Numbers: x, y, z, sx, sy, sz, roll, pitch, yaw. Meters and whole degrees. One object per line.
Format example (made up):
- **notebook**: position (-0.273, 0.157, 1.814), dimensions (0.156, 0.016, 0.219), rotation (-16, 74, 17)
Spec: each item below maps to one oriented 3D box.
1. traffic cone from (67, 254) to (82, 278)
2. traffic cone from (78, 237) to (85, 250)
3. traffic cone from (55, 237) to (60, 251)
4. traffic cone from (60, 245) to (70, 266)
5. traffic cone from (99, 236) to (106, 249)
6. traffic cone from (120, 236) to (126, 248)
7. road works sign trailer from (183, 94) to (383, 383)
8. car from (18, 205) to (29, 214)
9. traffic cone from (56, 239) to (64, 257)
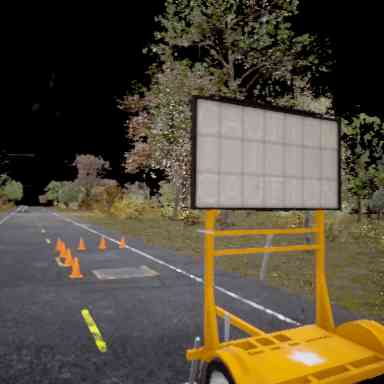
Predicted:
- **traffic cone**: position (-3.509, 2.260, 10.058), dimensions (0.340, 0.580, 0.340), rotation (2, -2, -26)
- **traffic cone**: position (-5.274, 2.435, 15.876), dimensions (0.340, 0.580, 0.340), rotation (2, -2, -26)
- **traffic cone**: position (-6.170, 2.409, 15.434), dimensions (0.340, 0.580, 0.340), rotation (2, -2, -26)
- **traffic cone**: position (-4.396, 2.309, 11.850), dimensions (0.340, 0.580, 0.340), rotation (2, -2, -26)
- **traffic cone**: position (-4.377, 2.462, 16.319), dimensions (0.340, 0.580, 0.340), rotation (2, -2, -26)
- **traffic cone**: position (-3.481, 2.489, 16.762), dimensions (0.340, 0.580, 0.340), rotation (2, -2, -26)
- **road works sign trailer**: position (0.950, 0.638, 4.502), dimensions (2.380, 3.560, 2.880), rotation (2, -2, -26)
- **car**: position (-31.956, 3.317, 63.013), dimensions (1.837, 1.490, 4.892), rotation (2, -2, -26)
- **traffic cone**: position (-5.283, 2.359, 13.642), dimensions (0.340, 0.580, 0.340), rotation (2, -2, -26)
